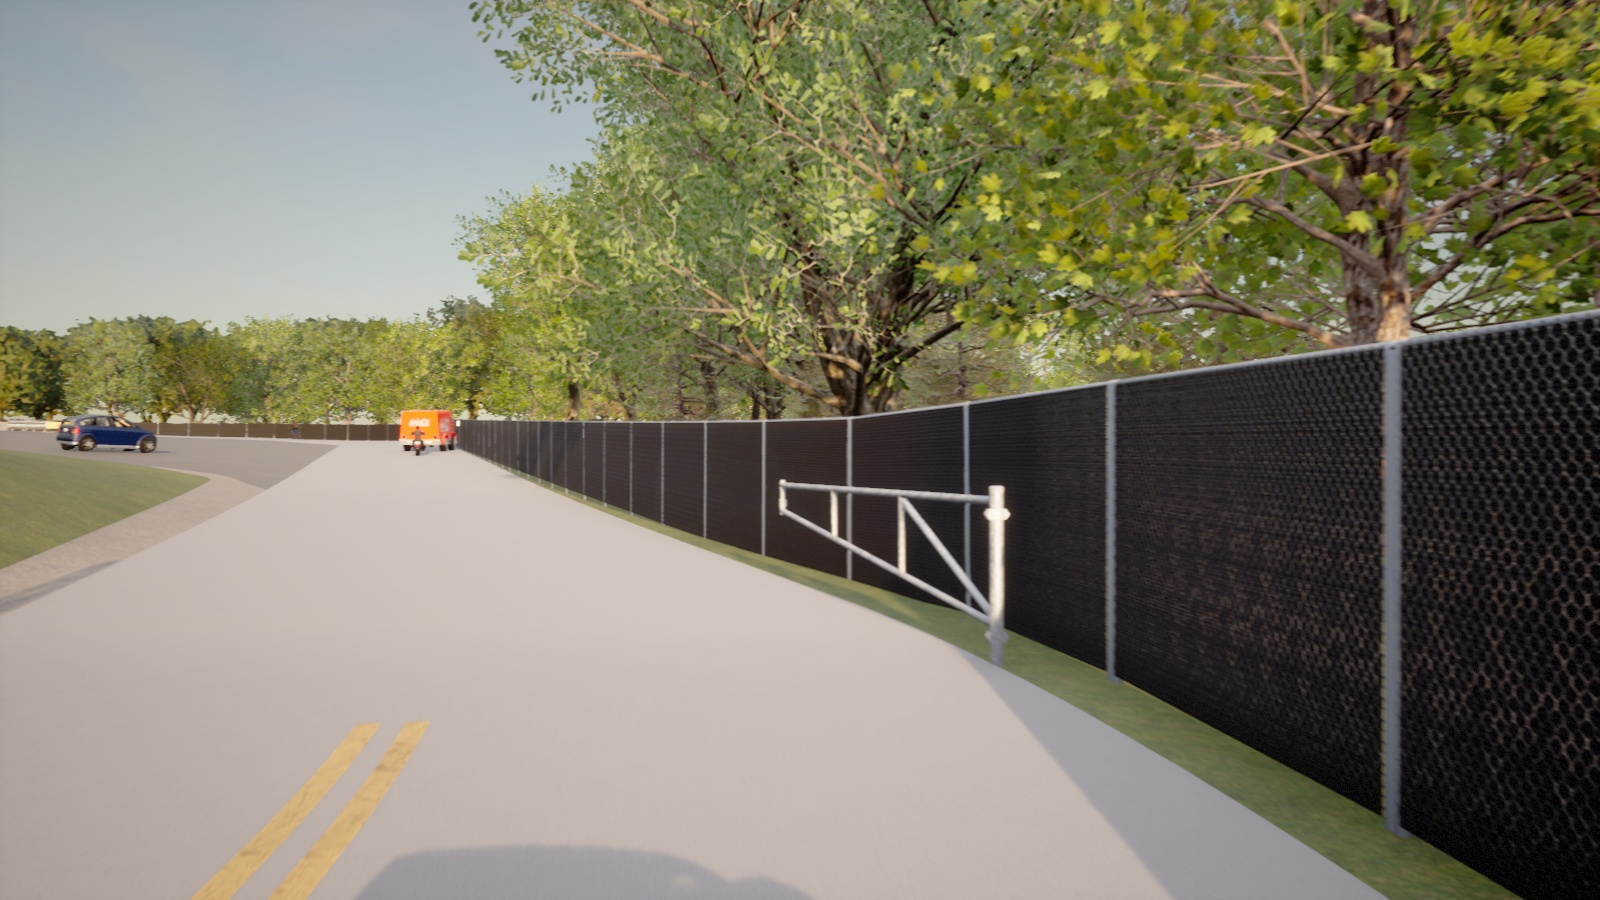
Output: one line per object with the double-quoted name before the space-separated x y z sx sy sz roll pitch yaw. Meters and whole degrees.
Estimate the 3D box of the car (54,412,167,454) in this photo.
"car" -29.074 -0.722 53.064 1.789 1.549 3.705 4 1 34

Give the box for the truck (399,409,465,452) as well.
"truck" -22.367 -1.214 76.554 2.627 2.467 5.204 1 2 -2
